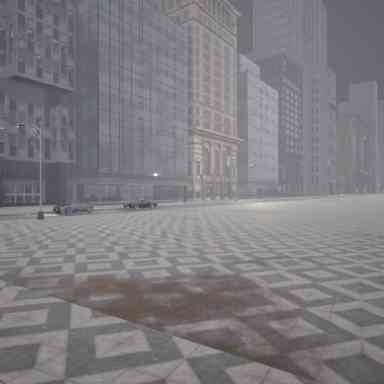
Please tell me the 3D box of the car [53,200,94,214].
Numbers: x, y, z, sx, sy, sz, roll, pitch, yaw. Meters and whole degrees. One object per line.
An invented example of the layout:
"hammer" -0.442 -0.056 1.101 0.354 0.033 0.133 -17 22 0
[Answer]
"car" -12.460 1.577 35.163 1.994 1.385 4.181 0 0 37

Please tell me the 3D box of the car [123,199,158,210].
"car" -6.688 1.600 43.272 1.895 1.301 4.718 0 0 36
